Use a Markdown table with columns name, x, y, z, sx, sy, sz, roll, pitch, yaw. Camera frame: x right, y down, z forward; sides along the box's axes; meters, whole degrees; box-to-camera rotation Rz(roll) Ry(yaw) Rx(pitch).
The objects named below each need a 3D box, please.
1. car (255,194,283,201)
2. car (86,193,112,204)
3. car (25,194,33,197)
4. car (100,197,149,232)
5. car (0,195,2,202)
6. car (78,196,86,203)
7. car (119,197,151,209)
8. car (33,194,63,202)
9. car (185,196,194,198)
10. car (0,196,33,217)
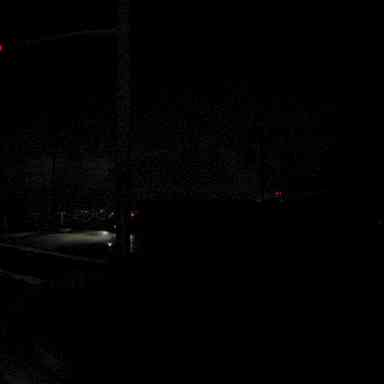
| name | x | y | z | sx | sy | sz | roll | pitch | yaw |
| --- | --- | --- | --- | --- | --- | --- | --- | --- | --- |
| car | 8.450 | 1.221 | 37.024 | 2.150 | 2.045 | 5.566 | 0 | 0 | 35 |
| car | -15.843 | 1.097 | 58.987 | 1.932 | 1.855 | 4.605 | 0 | 0 | 35 |
| car | -34.322 | 1.232 | 71.163 | 1.970 | 1.475 | 3.806 | 0 | 0 | 35 |
| car | -3.022 | 1.352 | 20.539 | 2.097 | 1.767 | 4.553 | 0 | 0 | 35 |
| car | -41.384 | 1.298 | 67.525 | 2.007 | 1.523 | 4.514 | 0 | 0 | 35 |
| car | -18.453 | 1.077 | 60.329 | 1.905 | 1.878 | 3.866 | 0 | 0 | 35 |
| car | -7.473 | 1.384 | 43.804 | 1.970 | 1.475 | 3.806 | 0 | 0 | 35 |
| car | -28.897 | 1.153 | 67.720 | 2.152 | 1.636 | 5.027 | 0 | 0 | 35 |
| car | -0.753 | 1.374 | 48.140 | 1.845 | 1.501 | 3.633 | 0 | 0 | 35 |
| car | -15.785 | 1.339 | 26.883 | 2.007 | 1.523 | 4.514 | 0 | 0 | 35 |
